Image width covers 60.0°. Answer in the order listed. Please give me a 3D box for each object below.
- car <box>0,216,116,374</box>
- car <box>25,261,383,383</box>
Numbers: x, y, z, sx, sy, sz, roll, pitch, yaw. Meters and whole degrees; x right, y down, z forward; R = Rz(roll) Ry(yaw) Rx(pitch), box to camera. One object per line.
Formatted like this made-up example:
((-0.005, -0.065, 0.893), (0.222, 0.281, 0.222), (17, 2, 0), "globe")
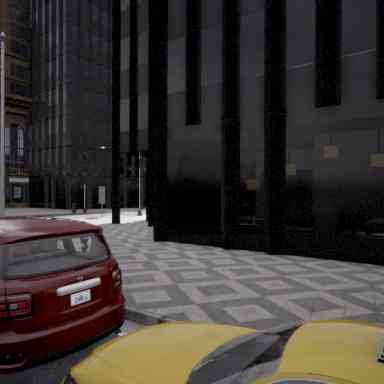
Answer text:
((-3.242, 1.314, 5.271), (5.009, 1.841, 2.192), (0, 0, 36), "car")
((1.037, 1.525, 2.220), (4.829, 1.417, 1.752), (0, 0, 36), "car")
